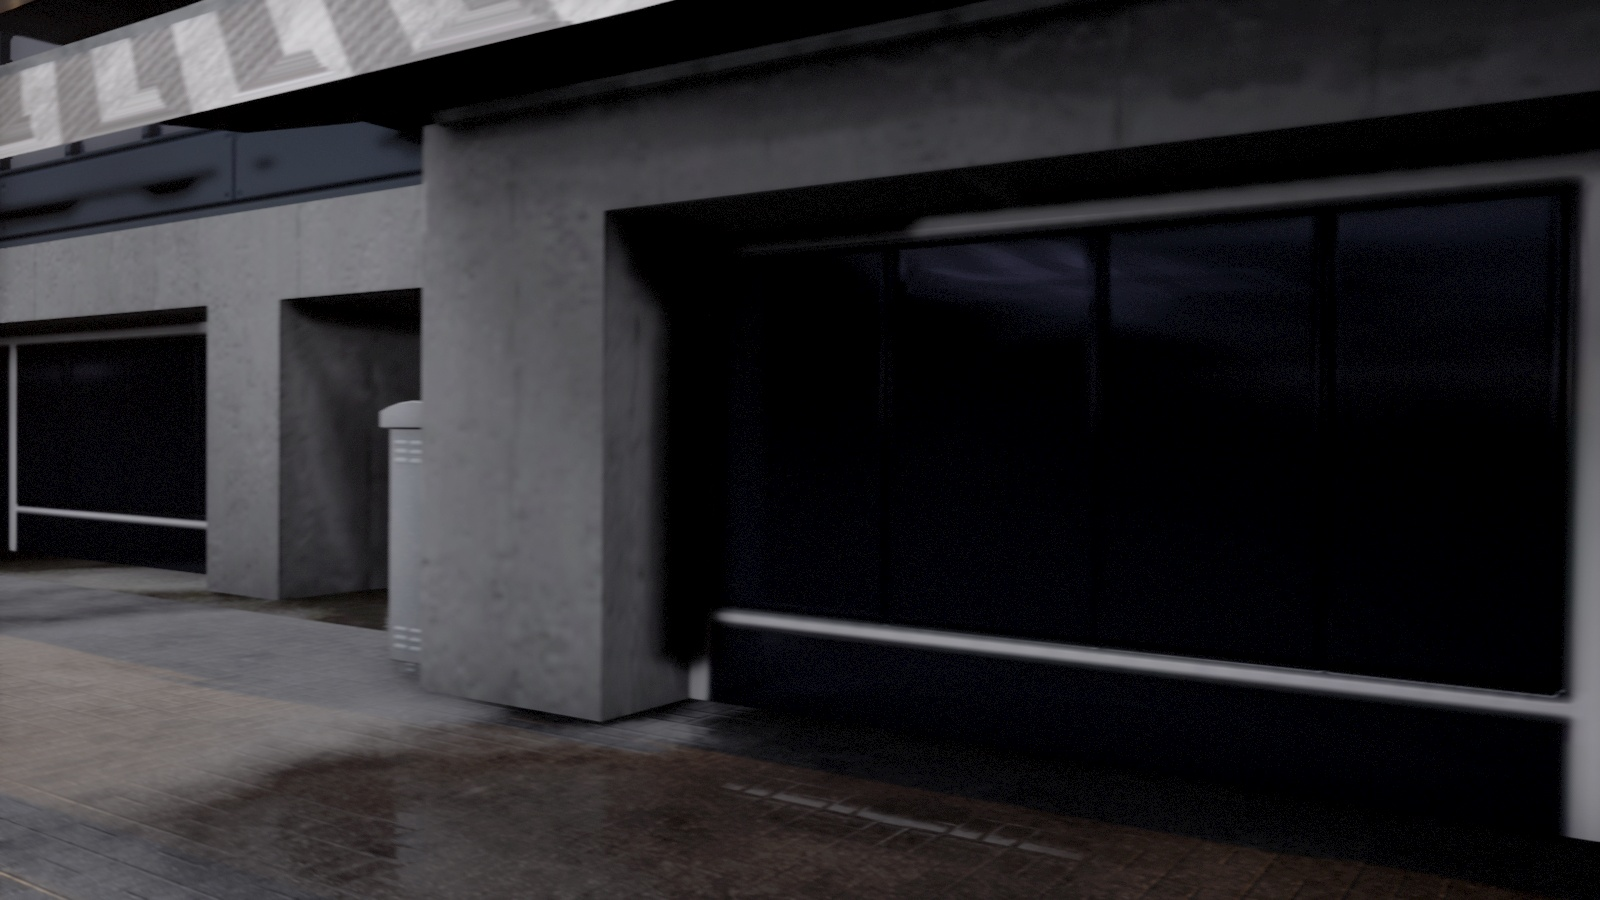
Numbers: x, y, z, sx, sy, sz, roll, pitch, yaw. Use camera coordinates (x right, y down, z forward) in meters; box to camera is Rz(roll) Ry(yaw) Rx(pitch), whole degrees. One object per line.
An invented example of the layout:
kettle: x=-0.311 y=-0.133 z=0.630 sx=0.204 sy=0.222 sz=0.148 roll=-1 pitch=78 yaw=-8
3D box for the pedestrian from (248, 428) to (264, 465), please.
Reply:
pedestrian: x=-27.700 y=-0.183 z=63.939 sx=0.345 sy=1.836 sz=0.594 roll=0 pitch=1 yaw=44
